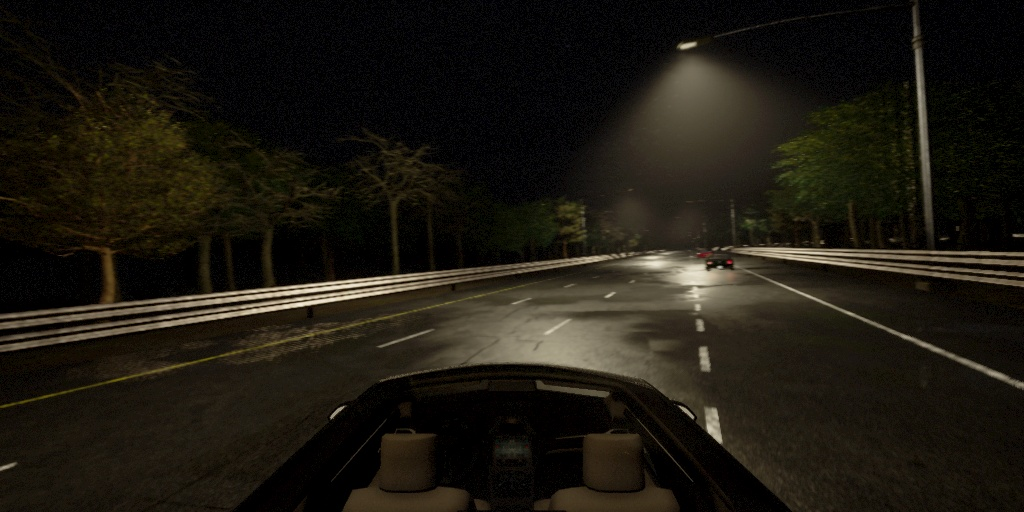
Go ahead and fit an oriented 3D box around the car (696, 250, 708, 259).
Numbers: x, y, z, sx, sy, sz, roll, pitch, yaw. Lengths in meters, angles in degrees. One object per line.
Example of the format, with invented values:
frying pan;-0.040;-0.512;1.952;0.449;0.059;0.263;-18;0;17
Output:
car;29.629;-0.231;55.335;1.994;1.385;4.181;-4;0;26

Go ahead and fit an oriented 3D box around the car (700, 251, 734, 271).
car;16.535;0.475;28.841;1.895;1.301;4.718;-4;0;26
